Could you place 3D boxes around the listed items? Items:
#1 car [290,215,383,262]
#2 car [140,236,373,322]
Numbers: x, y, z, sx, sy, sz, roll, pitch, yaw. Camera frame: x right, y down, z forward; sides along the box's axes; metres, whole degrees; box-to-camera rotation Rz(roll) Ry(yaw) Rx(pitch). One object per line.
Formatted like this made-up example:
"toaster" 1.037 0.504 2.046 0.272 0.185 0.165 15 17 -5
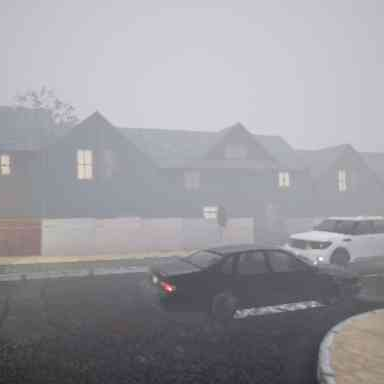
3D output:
"car" 6.336 1.971 13.296 5.566 2.045 2.150 2 -3 -24
"car" 1.510 1.985 8.032 5.357 1.411 2.033 2 -3 -23
